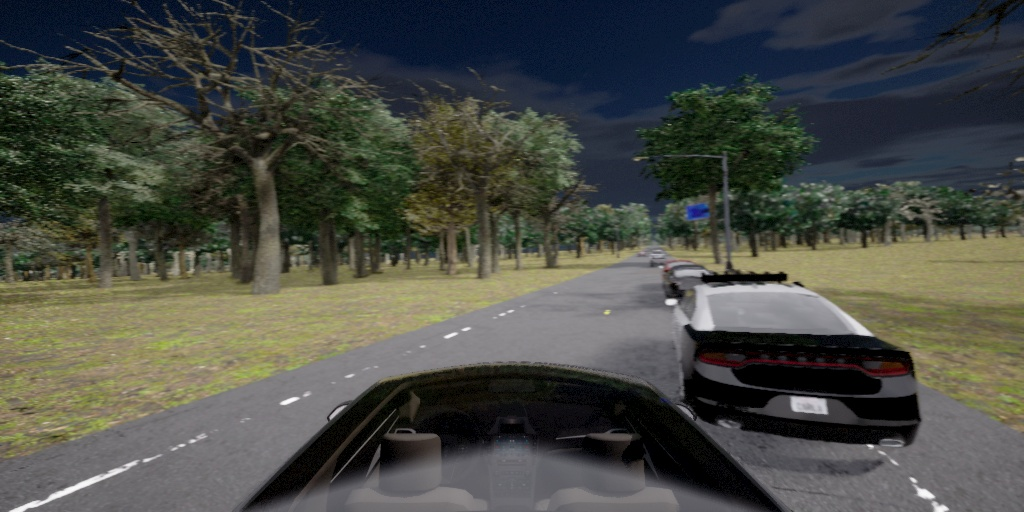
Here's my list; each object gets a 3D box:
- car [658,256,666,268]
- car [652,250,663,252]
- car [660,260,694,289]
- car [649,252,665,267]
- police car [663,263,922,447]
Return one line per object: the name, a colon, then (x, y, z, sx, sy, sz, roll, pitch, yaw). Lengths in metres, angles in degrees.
car: (9.439, 0.944, 20.221, 1.882, 1.535, 5.008, -3, 0, 22)
car: (23.211, 0.101, 57.294, 2.150, 2.045, 5.566, -3, 0, 22)
car: (7.202, 1.056, 14.656, 1.812, 1.442, 4.674, -3, 0, 22)
car: (18.586, 0.606, 45.584, 2.128, 1.511, 4.902, -3, 0, 22)
police car: (3.504, 1.053, 5.483, 1.930, 1.638, 5.238, -3, 0, 22)
